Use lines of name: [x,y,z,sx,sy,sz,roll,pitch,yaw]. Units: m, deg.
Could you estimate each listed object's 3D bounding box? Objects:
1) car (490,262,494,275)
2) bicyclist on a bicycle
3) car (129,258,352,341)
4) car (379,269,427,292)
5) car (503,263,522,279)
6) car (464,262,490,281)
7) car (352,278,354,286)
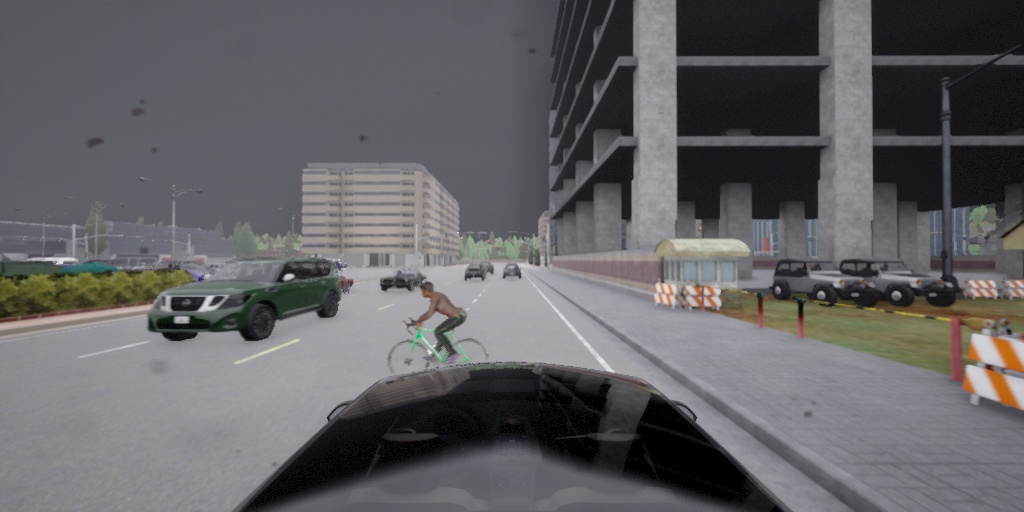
car: [-3.512,1.555,48.427,2.097,1.767,4.553,0,-1,0]
bicyclist on a bicycle: [-1.220,1.241,5.871,1.656,1.620,0.582,-1,-1,0]
car: [-7.116,1.059,10.504,2.150,2.045,5.566,0,-1,0]
car: [-7.037,1.564,23.587,1.895,1.301,4.718,0,-1,0]
car: [0.027,1.627,37.883,1.812,1.442,4.674,0,-1,0]
car: [-3.479,1.579,34.983,1.837,1.490,4.892,0,0,0]
car: [-10.571,1.525,19.606,1.895,1.301,4.718,0,-1,1]
